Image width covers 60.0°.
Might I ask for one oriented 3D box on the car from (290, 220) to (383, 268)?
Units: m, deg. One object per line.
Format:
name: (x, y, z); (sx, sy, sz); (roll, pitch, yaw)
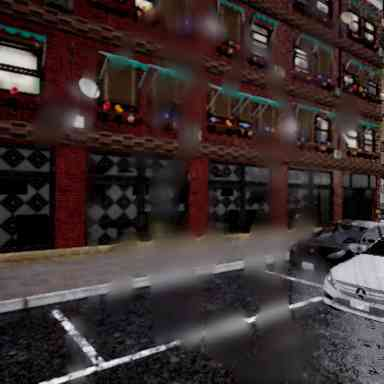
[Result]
car: (4.815, 1.557, 9.978); (4.313, 1.339, 1.947); (0, 1, -35)

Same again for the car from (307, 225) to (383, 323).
car: (4.542, 1.518, 6.572); (4.674, 1.442, 1.812); (0, 0, -35)
